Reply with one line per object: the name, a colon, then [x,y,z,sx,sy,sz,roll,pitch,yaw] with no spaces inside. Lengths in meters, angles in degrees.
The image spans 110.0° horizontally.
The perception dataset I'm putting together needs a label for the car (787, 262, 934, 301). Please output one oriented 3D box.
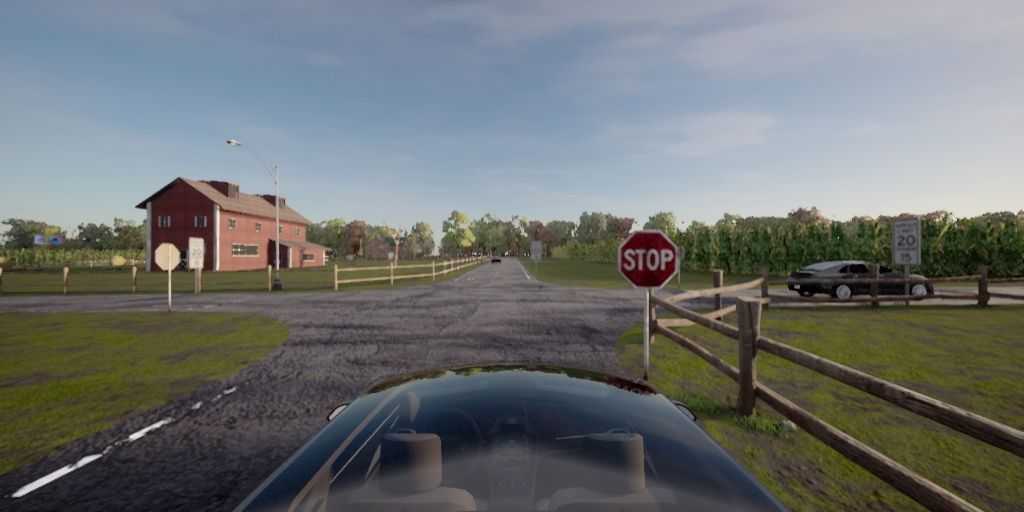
car: [13.885,0.976,14.426,4.892,1.490,1.837,-1,0,0]
